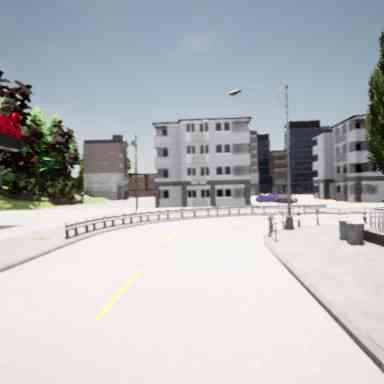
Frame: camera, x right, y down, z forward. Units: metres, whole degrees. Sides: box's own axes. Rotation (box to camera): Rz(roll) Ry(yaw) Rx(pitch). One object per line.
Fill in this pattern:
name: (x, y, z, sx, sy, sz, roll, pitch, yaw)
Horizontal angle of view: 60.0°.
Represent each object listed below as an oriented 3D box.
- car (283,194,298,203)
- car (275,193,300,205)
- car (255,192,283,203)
car: (13.926, 0.848, 48.505, 1.853, 1.218, 4.536, -1, 1, 33)
car: (13.958, 1.005, 48.550, 2.038, 1.542, 4.974, -1, 1, 33)
car: (11.181, 0.820, 49.056, 3.633, 1.501, 1.845, -1, 0, 15)
